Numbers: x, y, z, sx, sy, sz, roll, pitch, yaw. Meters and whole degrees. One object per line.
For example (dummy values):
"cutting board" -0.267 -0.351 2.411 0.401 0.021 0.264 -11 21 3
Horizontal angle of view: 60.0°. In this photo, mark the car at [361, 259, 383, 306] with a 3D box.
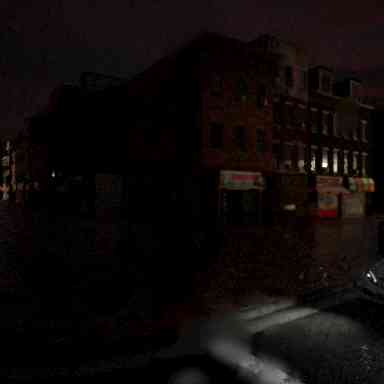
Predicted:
"car" 5.441 1.563 6.944 4.674 1.442 1.812 0 0 -35
